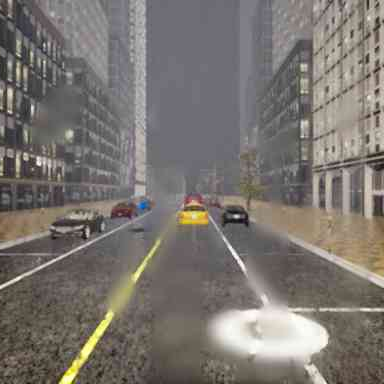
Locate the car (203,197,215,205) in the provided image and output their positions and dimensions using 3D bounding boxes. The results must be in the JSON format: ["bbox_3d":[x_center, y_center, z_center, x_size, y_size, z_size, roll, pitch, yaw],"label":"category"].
[{"bbox_3d":[2.816,1.476,56.639,1.802,1.307,4.206,0,0,0],"label":"car"}]

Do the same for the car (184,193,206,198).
[{"bbox_3d":[0.185,1.153,40.260,2.150,2.045,5.566,0,0,0],"label":"car"}]

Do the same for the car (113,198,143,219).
[{"bbox_3d":[-5.625,1.497,28.210,1.887,1.381,4.507,0,0,0],"label":"car"}]

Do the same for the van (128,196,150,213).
[{"bbox_3d":[-5.612,1.283,33.902,1.690,1.788,3.998,0,0,0],"label":"van"}]

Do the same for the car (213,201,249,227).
[{"bbox_3d":[2.743,1.528,22.487,1.947,1.339,4.313,0,0,0],"label":"car"}]

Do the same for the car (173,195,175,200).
[{"bbox_3d":[-5.491,1.342,90.653,1.752,1.417,4.829,0,0,0],"label":"car"}]

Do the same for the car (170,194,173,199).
[{"bbox_3d":[-5.540,1.435,68.056,1.947,1.339,4.313,0,0,0],"label":"car"}]

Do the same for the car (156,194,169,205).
[{"bbox_3d":[-5.564,1.335,56.670,1.967,1.590,4.097,0,0,0],"label":"car"}]

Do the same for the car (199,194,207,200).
[{"bbox_3d":[2.890,1.256,90.789,1.967,1.590,4.097,0,0,0],"label":"car"}]

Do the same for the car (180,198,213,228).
[{"bbox_3d":[0.148,1.420,21.750,1.801,1.575,5.366,0,0,0],"label":"car"}]

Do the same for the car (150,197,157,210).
[{"bbox_3d":[-5.601,1.513,39.595,1.802,1.307,4.206,0,0,0],"label":"car"}]

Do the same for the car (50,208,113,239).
[{"bbox_3d":[-5.650,1.523,16.826,2.008,1.369,4.403,0,0,0],"label":"car"}]

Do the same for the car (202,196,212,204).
[{"bbox_3d":[2.829,1.407,62.501,1.752,1.417,4.829,0,0,0],"label":"car"}]

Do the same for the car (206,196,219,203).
[{"bbox_3d":[2.793,1.359,45.254,1.967,1.590,4.097,0,0,0],"label":"car"}]
